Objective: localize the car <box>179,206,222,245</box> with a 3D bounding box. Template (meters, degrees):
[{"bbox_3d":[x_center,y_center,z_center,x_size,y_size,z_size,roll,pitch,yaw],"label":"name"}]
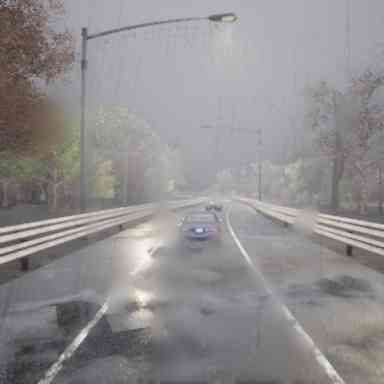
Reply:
[{"bbox_3d":[0.449,1.619,15.975,2.033,1.411,5.357,0,0,3],"label":"car"}]

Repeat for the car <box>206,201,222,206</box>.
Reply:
[{"bbox_3d":[2.864,1.819,42.188,1.895,1.301,4.718,0,0,7],"label":"car"}]
